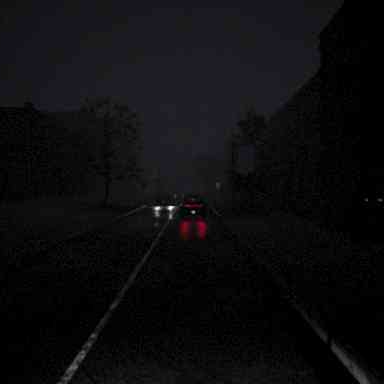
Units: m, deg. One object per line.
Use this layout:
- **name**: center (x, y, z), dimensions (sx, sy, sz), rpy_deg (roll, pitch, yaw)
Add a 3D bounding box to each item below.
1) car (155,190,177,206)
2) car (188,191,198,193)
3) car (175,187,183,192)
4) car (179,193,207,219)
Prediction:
- **car**: center (-3.104, 0.787, 38.325), dimensions (1.837, 1.490, 4.892), rpy_deg (0, 1, 0)
- **car**: center (0.089, 0.704, 42.267), dimensions (1.837, 1.490, 4.892), rpy_deg (0, 1, 0)
- **car**: center (-3.121, -0.435, 79.883), dimensions (1.837, 1.490, 4.892), rpy_deg (0, 2, 0)
- **car**: center (0.093, 1.064, 24.479), dimensions (2.128, 1.511, 4.902), rpy_deg (0, 1, 0)
